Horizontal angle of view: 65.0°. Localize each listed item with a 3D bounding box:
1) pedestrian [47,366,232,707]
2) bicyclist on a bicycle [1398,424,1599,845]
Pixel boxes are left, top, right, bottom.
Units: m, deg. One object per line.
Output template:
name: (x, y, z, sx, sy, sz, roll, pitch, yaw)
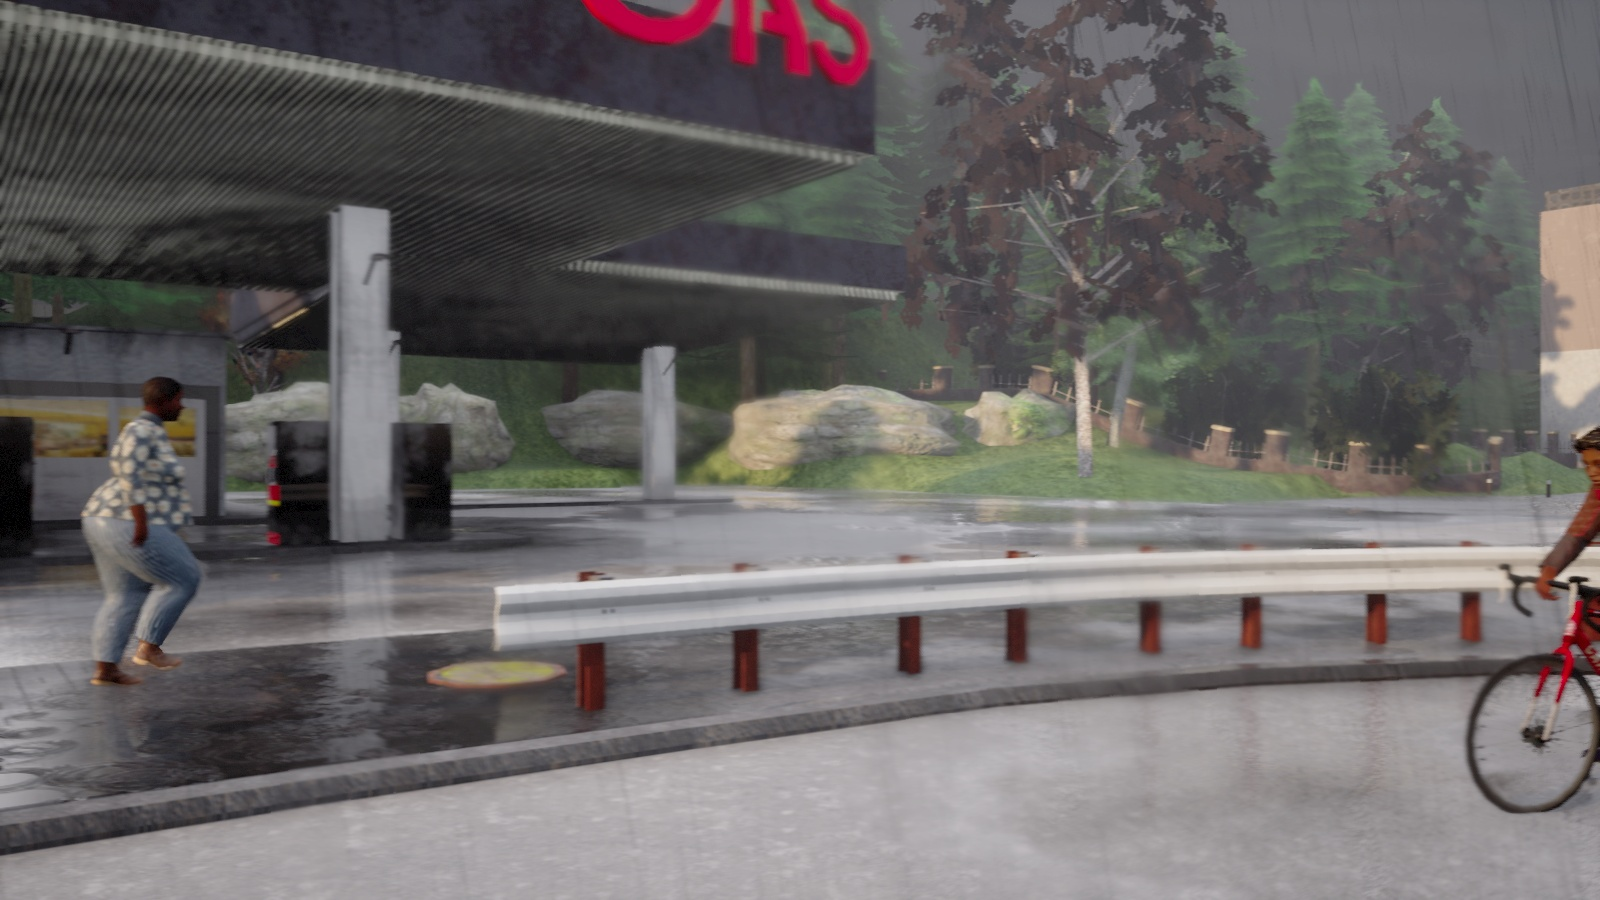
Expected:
pedestrian: (-3.923, 0.473, 7.442, 0.900, 1.855, 0.874, 0, 0, -32)
bicyclist on a bicycle: (3.443, 0.703, 5.263, 1.656, 1.620, 0.582, 0, 1, -11)
